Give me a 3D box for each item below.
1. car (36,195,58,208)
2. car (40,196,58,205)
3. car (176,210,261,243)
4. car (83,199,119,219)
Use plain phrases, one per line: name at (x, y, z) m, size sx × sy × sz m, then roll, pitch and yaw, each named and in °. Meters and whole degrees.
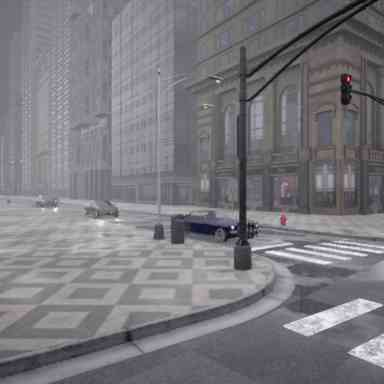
car at (-20.132, 1.216, 46.003) m, size 2.097 × 1.767 × 4.553 m, roll 0°, pitch 0°, yaw -35°
car at (-25.093, 1.446, 58.333) m, size 1.895 × 1.301 × 4.718 m, roll 0°, pitch 0°, yaw -36°
car at (1.051, 1.556, 16.061) m, size 1.895 × 1.301 × 4.718 m, roll 0°, pitch 0°, yaw -35°
car at (-7.862, 1.417, 28.592) m, size 1.837 × 1.490 × 4.892 m, roll 0°, pitch 0°, yaw -35°
